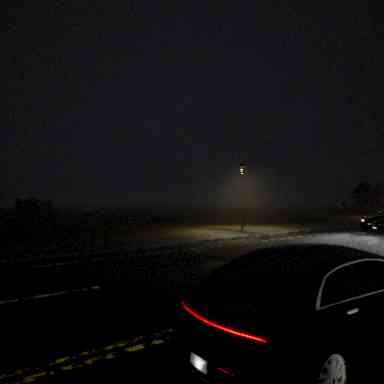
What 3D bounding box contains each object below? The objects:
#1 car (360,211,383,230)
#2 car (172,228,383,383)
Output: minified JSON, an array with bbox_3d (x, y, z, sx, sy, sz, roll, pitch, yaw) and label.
[{"bbox_3d":[12.582,1.832,21.030,4.718,1.301,1.895,1,0,-37],"label":"car"},{"bbox_3d":[2.031,1.552,4.926,4.892,1.490,1.837,0,0,-36],"label":"car"}]
